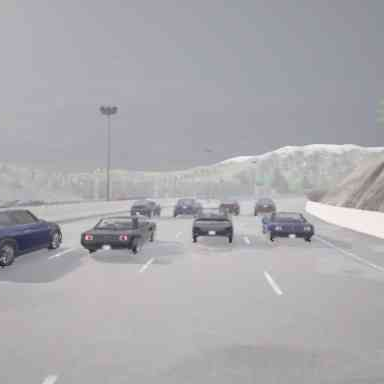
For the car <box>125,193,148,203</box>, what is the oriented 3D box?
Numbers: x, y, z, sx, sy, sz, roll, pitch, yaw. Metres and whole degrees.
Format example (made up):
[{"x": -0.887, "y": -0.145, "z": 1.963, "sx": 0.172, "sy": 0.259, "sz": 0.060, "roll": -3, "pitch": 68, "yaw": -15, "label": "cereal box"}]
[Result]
[{"x": -11.434, "y": 1.244, "z": 68.575, "sx": 2.150, "sy": 2.045, "sz": 5.566, "roll": 0, "pitch": 0, "yaw": 20, "label": "car"}]

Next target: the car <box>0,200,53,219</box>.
[{"x": -14.883, "y": 1.493, "z": 30.087, "sx": 1.837, "sy": 1.490, "sz": 4.892, "roll": 0, "pitch": 0, "yaw": 10, "label": "car"}]

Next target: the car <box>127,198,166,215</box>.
[{"x": -4.062, "y": 1.519, "z": 29.900, "sx": 1.837, "sy": 1.490, "sz": 4.892, "roll": 0, "pitch": 0, "yaw": 10, "label": "car"}]

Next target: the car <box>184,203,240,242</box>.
[{"x": 1.081, "y": 1.507, "z": 16.443, "sx": 2.128, "sy": 1.511, "sz": 4.902, "roll": 0, "pitch": 0, "yaw": 6, "label": "car"}]

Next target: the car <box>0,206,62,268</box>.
[{"x": -6.369, "y": 1.346, "z": 11.519, "sx": 2.097, "sy": 1.767, "sz": 4.553, "roll": 0, "pitch": 0, "yaw": 4, "label": "car"}]

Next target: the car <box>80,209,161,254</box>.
[{"x": -2.725, "y": 1.605, "z": 13.569, "sx": 1.895, "sy": 1.301, "sz": 4.718, "roll": 0, "pitch": 0, "yaw": 5, "label": "car"}]

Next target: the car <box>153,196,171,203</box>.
[{"x": -6.476, "y": 1.590, "z": 71.510, "sx": 1.895, "sy": 1.301, "sz": 4.718, "roll": 0, "pitch": 0, "yaw": 22, "label": "car"}]

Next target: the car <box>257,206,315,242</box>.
[{"x": 4.600, "y": 1.626, "z": 16.664, "sx": 1.895, "sy": 1.301, "sz": 4.718, "roll": 0, "pitch": 0, "yaw": 6, "label": "car"}]

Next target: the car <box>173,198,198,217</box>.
[{"x": -0.284, "y": 1.376, "z": 31.040, "sx": 2.097, "sy": 1.767, "sz": 4.553, "roll": 0, "pitch": 0, "yaw": 10, "label": "car"}]

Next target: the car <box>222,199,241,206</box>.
[{"x": 3.948, "y": 1.515, "z": 34.345, "sx": 1.882, "sy": 1.535, "sz": 5.008, "roll": 0, "pitch": 0, "yaw": 12, "label": "car"}]

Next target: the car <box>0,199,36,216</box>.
[{"x": -17.925, "y": 1.461, "z": 32.955, "sx": 1.882, "sy": 1.535, "sz": 5.008, "roll": 0, "pitch": 0, "yaw": 11, "label": "car"}]

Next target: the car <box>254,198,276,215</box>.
[{"x": 7.440, "y": 1.397, "z": 33.914, "sx": 2.097, "sy": 1.767, "sz": 4.553, "roll": 0, "pitch": 0, "yaw": 12, "label": "car"}]
